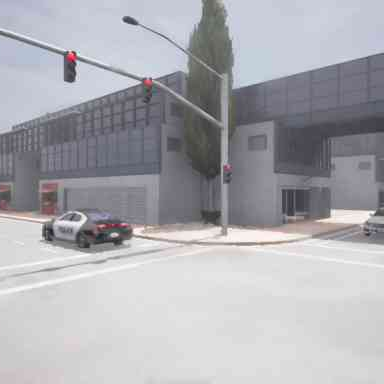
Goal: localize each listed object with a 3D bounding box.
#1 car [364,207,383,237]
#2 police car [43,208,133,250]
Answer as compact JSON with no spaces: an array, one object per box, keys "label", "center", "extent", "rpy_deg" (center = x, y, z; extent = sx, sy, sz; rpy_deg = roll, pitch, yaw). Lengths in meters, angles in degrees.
[{"label":"car","center":[10.493,1.526,17.414],"extent":[1.812,1.442,4.674],"rpy_deg":[0,0,42]},{"label":"police car","center":[-4.801,1.509,14.613],"extent":[4.974,1.542,2.038],"rpy_deg":[0,0,42]}]
